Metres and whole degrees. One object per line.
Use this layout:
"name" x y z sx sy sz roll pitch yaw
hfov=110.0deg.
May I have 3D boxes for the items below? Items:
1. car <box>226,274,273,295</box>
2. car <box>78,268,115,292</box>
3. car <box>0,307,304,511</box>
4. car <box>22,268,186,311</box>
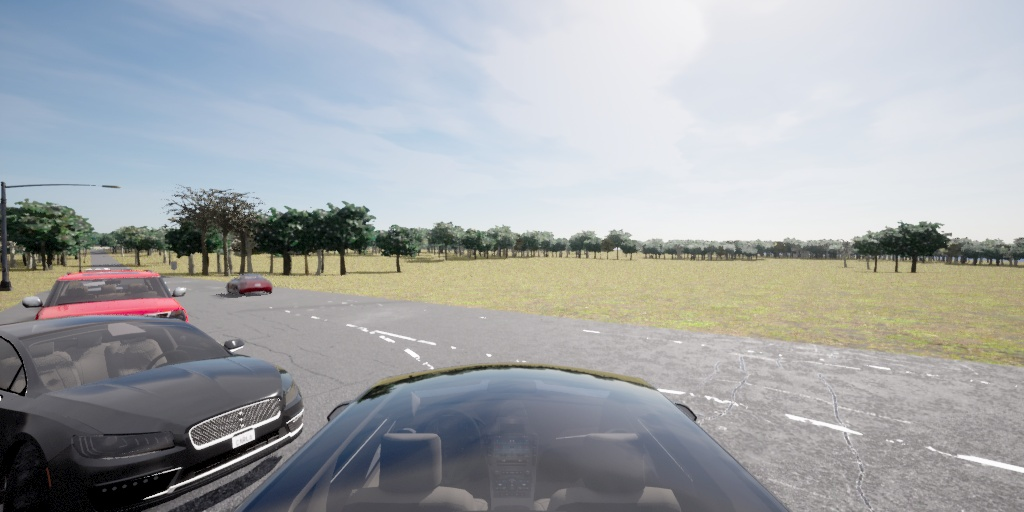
"car" -18.769 1.997 25.592 4.181 1.385 1.994 -2 0 40
"car" -39.710 2.203 34.398 5.566 2.045 2.150 -2 0 42
"car" -4.593 1.445 3.962 4.892 1.490 1.837 -3 -3 21
"car" -9.544 1.385 8.565 5.566 2.045 2.150 -2 0 40
